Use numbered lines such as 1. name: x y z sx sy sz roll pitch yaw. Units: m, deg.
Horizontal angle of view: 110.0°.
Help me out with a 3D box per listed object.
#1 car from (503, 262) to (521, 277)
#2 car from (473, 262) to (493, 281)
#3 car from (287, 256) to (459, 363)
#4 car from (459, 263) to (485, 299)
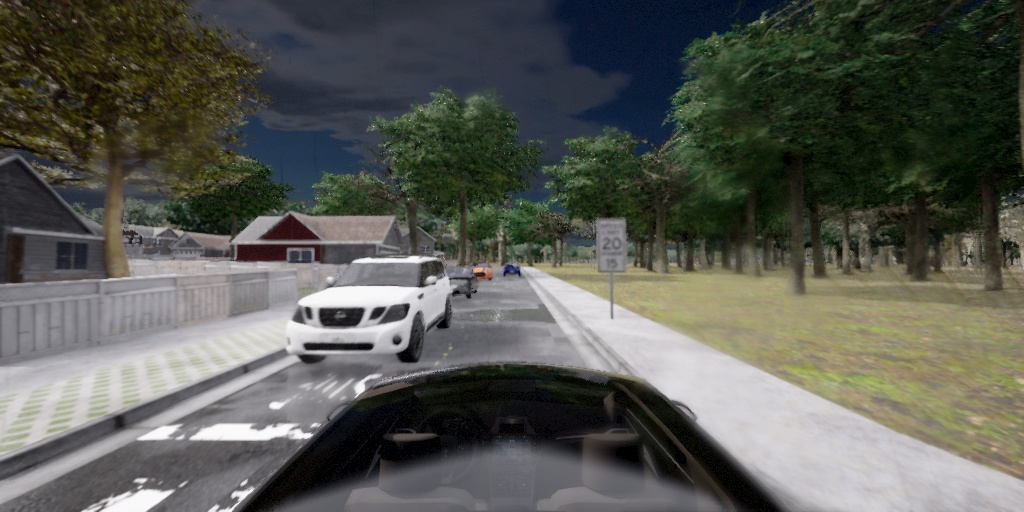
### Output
1. car: 0.016 1.455 39.361 1.882 1.535 5.008 0 0 0
2. car: -2.823 1.288 32.158 2.097 1.767 4.553 0 0 0
3. car: -2.851 1.009 8.637 2.150 2.045 5.566 0 0 0
4. car: -2.844 1.336 18.860 2.128 1.511 4.902 0 0 0
